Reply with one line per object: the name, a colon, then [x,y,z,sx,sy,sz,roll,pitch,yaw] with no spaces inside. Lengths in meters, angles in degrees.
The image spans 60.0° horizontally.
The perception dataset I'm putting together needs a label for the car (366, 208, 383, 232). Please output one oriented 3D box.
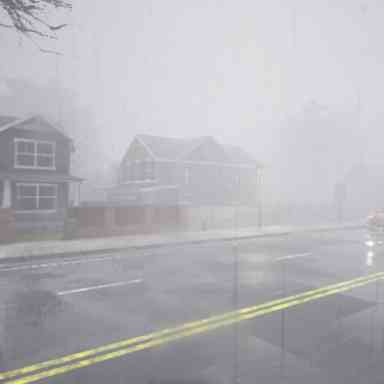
car: [12.865,1.599,20.805,4.553,1.767,2.097,1,0,-35]
